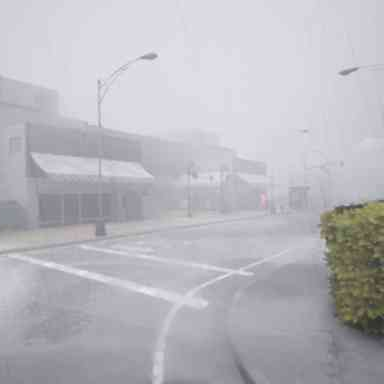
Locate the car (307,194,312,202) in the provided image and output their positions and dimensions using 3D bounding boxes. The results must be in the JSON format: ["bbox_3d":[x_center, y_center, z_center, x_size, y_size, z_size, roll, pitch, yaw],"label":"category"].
[{"bbox_3d":[25.583,1.561,77.352,2.007,1.523,4.514,-1,0,36],"label":"car"}]

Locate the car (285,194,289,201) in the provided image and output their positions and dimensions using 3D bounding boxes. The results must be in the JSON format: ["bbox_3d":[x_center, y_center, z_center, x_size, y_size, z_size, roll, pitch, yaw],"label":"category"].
[{"bbox_3d":[25.846,1.440,89.532,1.932,1.855,4.605,-1,0,36],"label":"car"}]

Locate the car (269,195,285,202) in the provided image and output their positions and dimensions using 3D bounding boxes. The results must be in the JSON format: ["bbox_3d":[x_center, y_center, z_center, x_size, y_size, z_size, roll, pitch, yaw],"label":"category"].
[{"bbox_3d":[18.477,1.547,73.800,1.970,1.475,3.806,-1,0,36],"label":"car"}]
